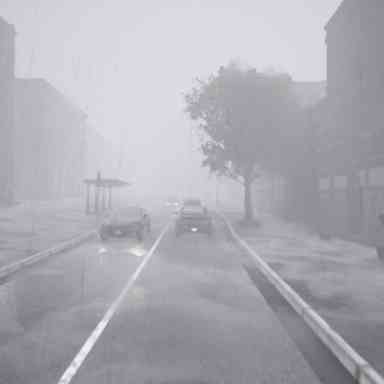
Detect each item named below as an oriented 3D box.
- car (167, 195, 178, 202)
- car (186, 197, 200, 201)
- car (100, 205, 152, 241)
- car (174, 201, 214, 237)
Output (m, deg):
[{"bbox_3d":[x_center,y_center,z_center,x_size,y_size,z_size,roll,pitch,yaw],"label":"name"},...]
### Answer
[{"bbox_3d":[-3.446,1.151,59.171,1.895,1.301,4.718,0,1,0],"label":"car"},{"bbox_3d":[0.087,1.325,36.019,1.837,1.490,4.892,0,1,0],"label":"car"},{"bbox_3d":[-3.193,1.463,16.798,1.882,1.535,5.008,0,0,0],"label":"car"},{"bbox_3d":[0.103,1.485,17.953,1.837,1.490,4.892,0,0,0],"label":"car"}]
